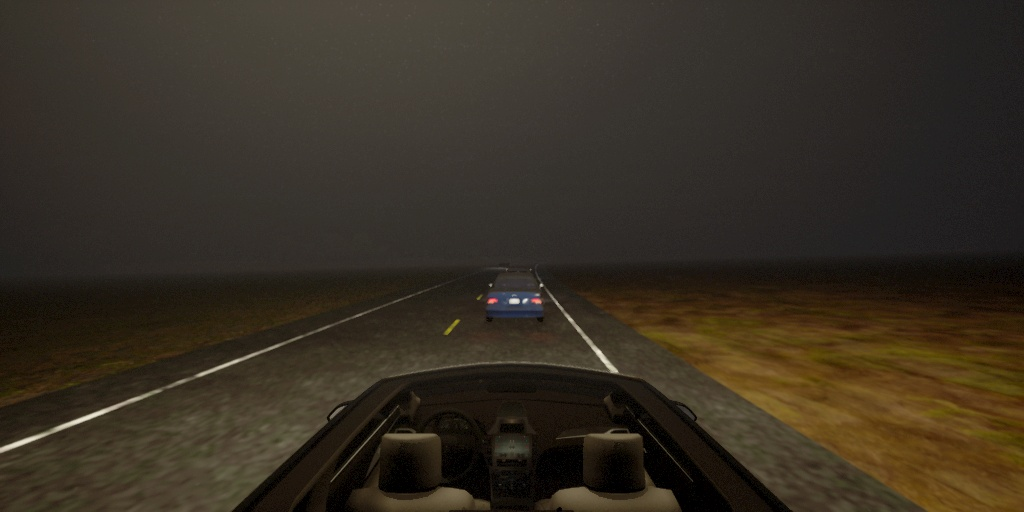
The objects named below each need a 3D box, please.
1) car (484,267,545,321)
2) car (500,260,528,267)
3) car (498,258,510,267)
[{"bbox_3d":[0.128,1.294,12.407,2.033,1.411,5.357,0,0,1],"label":"car"},{"bbox_3d":[0.500,1.286,27.375,2.033,1.411,5.357,0,0,2],"label":"car"},{"bbox_3d":[-1.197,1.187,61.823,1.882,1.535,5.008,0,0,5],"label":"car"}]
